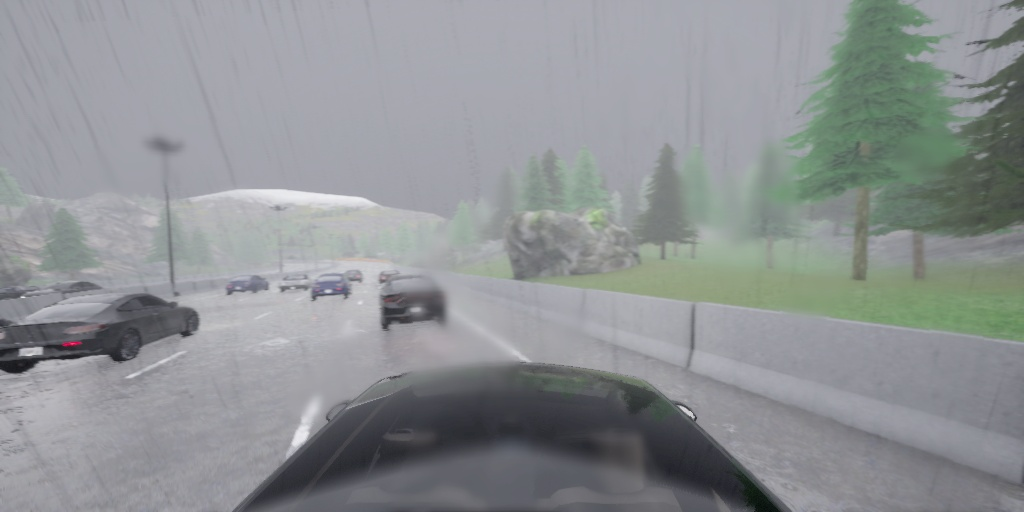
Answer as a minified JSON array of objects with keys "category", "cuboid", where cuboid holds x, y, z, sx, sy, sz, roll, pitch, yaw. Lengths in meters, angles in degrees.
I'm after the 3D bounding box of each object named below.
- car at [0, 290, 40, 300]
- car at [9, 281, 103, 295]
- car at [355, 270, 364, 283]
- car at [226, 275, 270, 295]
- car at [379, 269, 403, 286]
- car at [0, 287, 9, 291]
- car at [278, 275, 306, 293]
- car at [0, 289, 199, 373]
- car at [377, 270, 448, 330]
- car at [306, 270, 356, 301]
[{"category":"car","cuboid":[-12.740,1.711,6.989,1.837,1.490,4.892,-2,0,-20]},{"category":"car","cuboid":[-30.714,2.517,24.654,1.837,1.490,4.892,-2,-1,-20]},{"category":"car","cuboid":[-16.939,2.178,38.320,2.033,1.411,5.357,-2,-1,-20]},{"category":"car","cuboid":[-20.552,2.187,28.005,1.812,1.442,4.674,-2,-1,-20]},{"category":"car","cuboid":[-11.254,1.963,33.079,1.895,1.301,4.718,-2,-1,-20]},{"category":"car","cuboid":[-34.432,2.753,24.635,1.895,1.301,4.718,-2,-1,-20]},{"category":"car","cuboid":[-17.126,2.141,28.798,1.895,1.301,4.718,-2,-1,-20]},{"category":"car","cuboid":[-9.667,1.630,8.761,1.812,1.442,4.674,-2,0,-20]},{"category":"car","cuboid":[-3.434,1.375,12.068,1.882,1.535,5.008,-2,0,-20]},{"category":"car","cuboid":[-10.554,1.743,21.165,1.812,1.442,4.674,-2,-1,-20]}]
